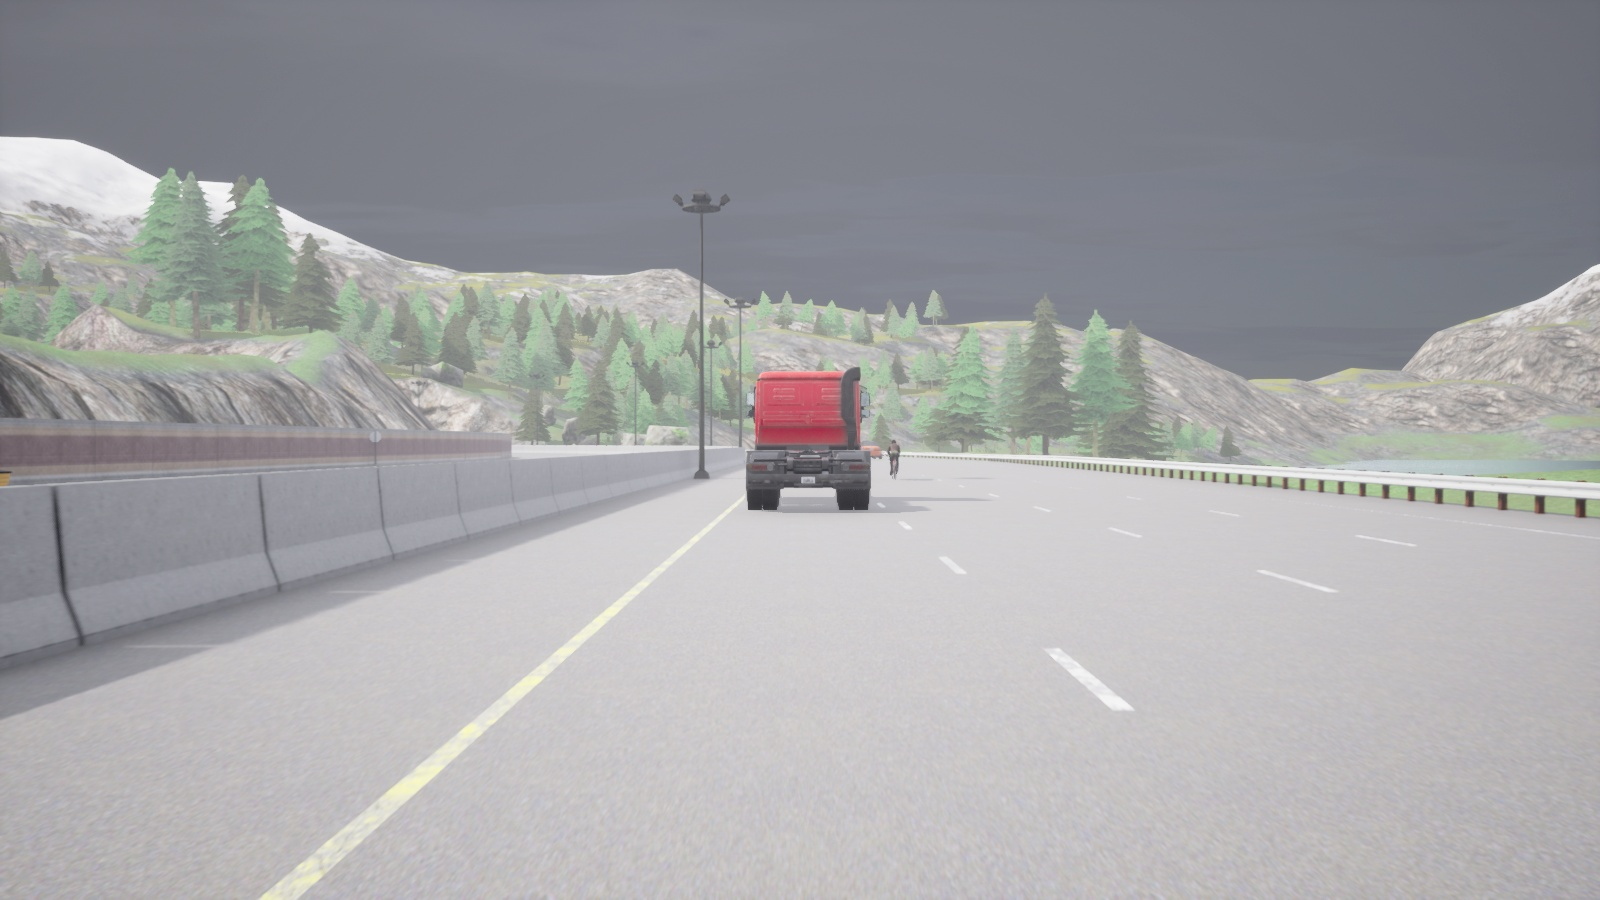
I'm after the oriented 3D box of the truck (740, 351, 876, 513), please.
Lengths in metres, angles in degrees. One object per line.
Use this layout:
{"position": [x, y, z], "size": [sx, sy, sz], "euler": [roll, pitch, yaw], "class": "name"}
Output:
{"position": [0.194, -0.409, 30.801], "size": [2.891, 3.462, 7.936], "euler": [0, 0, 0], "class": "truck"}
